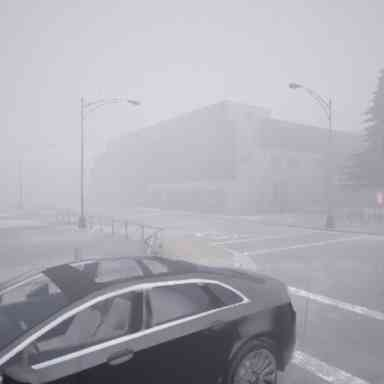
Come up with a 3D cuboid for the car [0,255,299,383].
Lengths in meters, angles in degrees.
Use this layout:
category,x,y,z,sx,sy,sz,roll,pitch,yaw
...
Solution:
category,x,y,z,sx,sy,sz,roll,pitch,yaw
car,-1.015,1.491,3.268,4.902,1.511,2.128,0,0,-35
